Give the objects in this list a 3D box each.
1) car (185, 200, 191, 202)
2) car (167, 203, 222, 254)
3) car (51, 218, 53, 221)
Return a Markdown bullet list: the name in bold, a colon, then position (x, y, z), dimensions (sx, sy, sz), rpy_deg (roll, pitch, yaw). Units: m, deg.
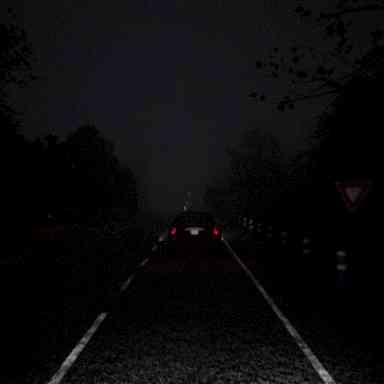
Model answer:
- **car**: position (-0.027, 3.266, 73.045), dimensions (2.097, 1.767, 4.553), rpy_deg (0, -2, 0)
- **car**: position (0.090, 1.546, 14.501), dimensions (2.097, 1.767, 4.553), rpy_deg (0, -1, 0)
- **car**: position (-13.272, 2.039, 27.159), dimensions (4.718, 1.301, 1.895), rpy_deg (-2, 2, 43)
